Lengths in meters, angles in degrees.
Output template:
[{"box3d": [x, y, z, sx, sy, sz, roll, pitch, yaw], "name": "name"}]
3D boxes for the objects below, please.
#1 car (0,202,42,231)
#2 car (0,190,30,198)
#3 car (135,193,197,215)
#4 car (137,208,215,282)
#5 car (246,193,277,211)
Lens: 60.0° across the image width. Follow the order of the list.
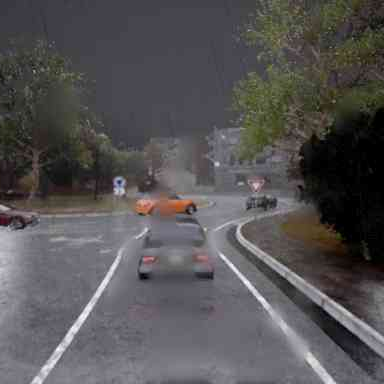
[{"box3d": [-10.347, 1.207, 17.300, 4.674, 1.442, 1.812, 0, 2, -5], "name": "car"}, {"box3d": [-26.966, 0.313, 49.858, 1.895, 1.301, 4.718, 1, 2, 42], "name": "car"}, {"box3d": [-1.795, 0.830, 24.406, 4.553, 1.767, 2.097, -1, 2, -39], "name": "car"}, {"box3d": [-0.459, 1.441, 9.615, 2.033, 1.411, 5.357, 0, 1, -3], "name": "car"}, {"box3d": [6.297, 0.828, 29.815, 1.837, 1.490, 4.892, 2, 2, 28], "name": "car"}]
